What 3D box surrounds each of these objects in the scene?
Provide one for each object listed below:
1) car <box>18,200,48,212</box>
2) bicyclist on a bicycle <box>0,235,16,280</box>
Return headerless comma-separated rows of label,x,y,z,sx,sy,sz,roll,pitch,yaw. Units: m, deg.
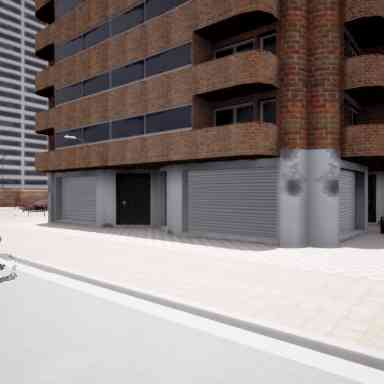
car,-17.354,1.599,38.350,1.895,1.301,4.718,0,0,39
bicyclist on a bicycle,-5.104,1.434,8.009,0.582,1.620,1.656,0,2,39
